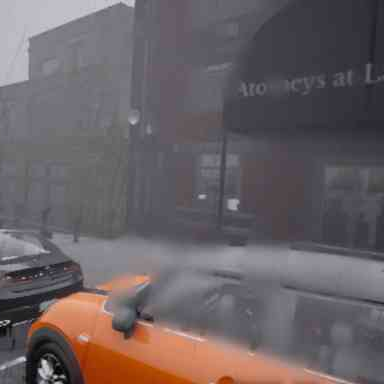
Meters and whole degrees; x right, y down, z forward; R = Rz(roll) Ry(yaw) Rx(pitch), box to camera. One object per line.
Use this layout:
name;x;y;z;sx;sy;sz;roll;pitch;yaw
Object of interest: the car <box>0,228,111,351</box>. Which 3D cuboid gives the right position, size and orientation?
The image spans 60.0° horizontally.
car;-4.152;1.454;6.495;4.892;1.521;2.231;0;0;36
